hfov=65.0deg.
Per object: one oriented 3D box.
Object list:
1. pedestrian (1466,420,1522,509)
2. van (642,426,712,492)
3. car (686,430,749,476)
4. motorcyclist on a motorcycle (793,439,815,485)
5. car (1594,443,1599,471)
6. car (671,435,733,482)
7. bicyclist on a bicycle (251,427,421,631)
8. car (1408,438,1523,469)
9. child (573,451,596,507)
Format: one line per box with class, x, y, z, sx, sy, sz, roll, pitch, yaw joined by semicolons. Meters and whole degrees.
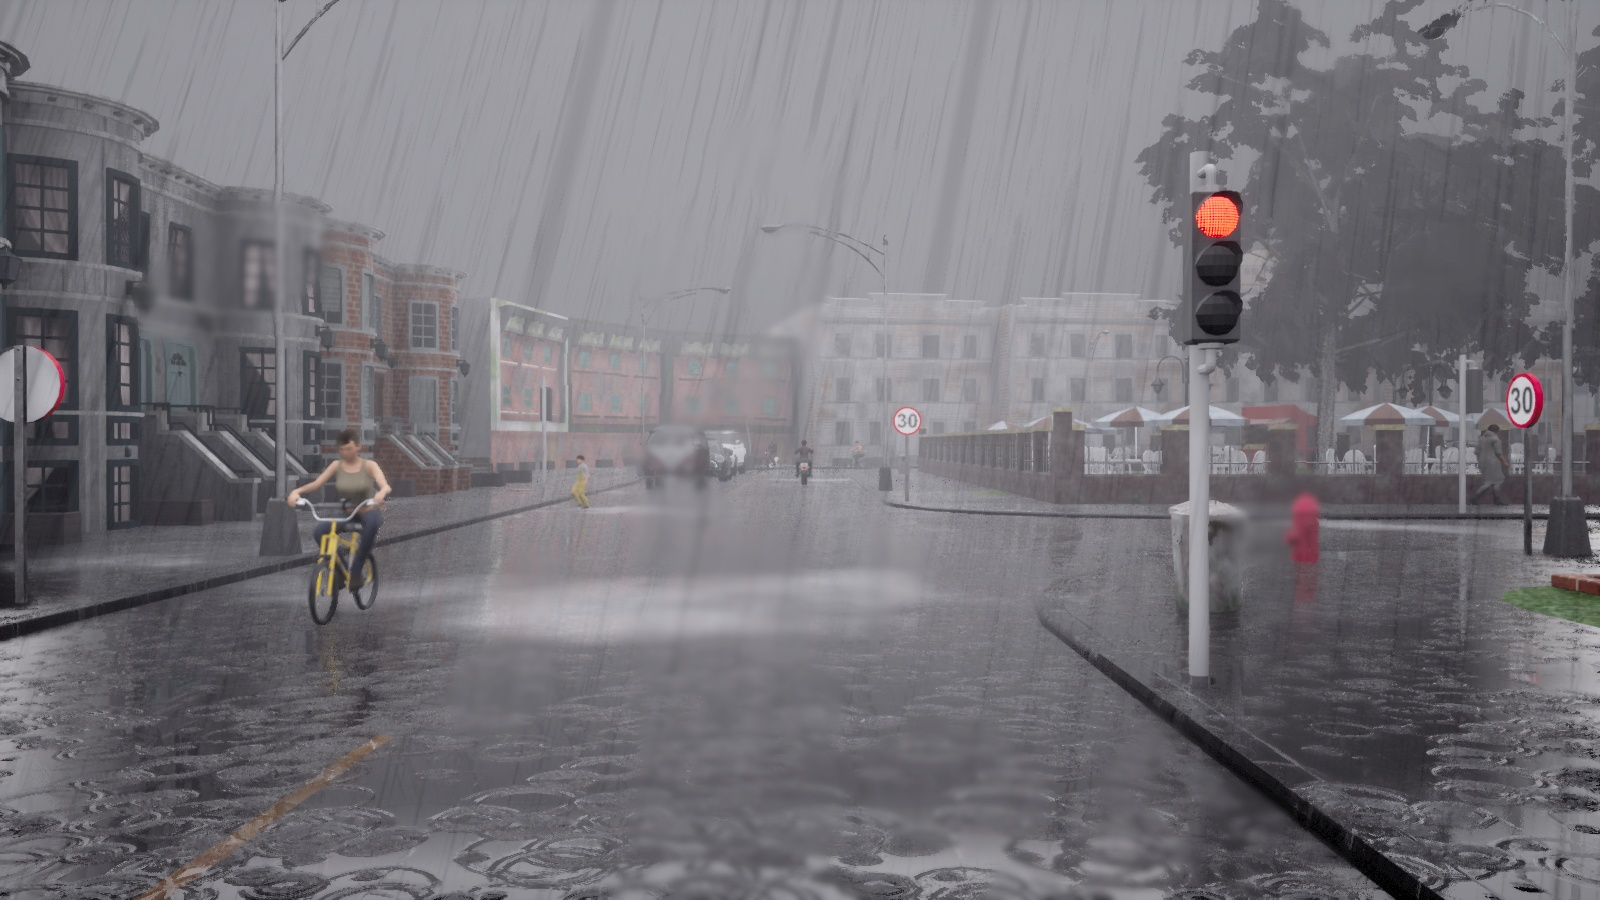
pedestrian;15.245;0.313;27.595;0.873;1.952;0.659;0;0;2
van;-3.860;0.272;40.025;1.775;1.987;4.442;0;0;0
car;-3.837;0.127;59.414;2.150;2.045;5.566;0;0;5
motorcyclist on a motorcycle;0.152;0.436;46.169;0.766;1.649;2.350;0;0;0
car;45.081;0.380;67.495;3.705;1.549;1.789;0;0;0
car;-3.842;0.321;49.766;2.097;1.767;4.553;0;0;0
bicyclist on a bicycle;-3.900;0.620;10.690;0.866;1.612;1.509;0;0;1
car;35.729;0.173;67.509;5.027;1.651;2.152;0;0;0
child;-4.868;0.652;28.423;0.437;1.263;0.270;0;0;-38
